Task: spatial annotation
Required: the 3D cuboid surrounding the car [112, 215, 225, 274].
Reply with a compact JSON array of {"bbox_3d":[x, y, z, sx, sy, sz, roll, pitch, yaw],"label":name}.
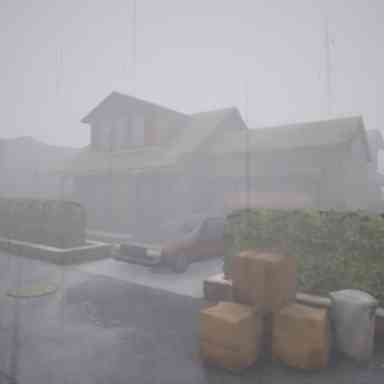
[{"bbox_3d":[0.138,1.460,10.582,2.033,1.415,5.357,0,-1,40],"label":"car"}]
